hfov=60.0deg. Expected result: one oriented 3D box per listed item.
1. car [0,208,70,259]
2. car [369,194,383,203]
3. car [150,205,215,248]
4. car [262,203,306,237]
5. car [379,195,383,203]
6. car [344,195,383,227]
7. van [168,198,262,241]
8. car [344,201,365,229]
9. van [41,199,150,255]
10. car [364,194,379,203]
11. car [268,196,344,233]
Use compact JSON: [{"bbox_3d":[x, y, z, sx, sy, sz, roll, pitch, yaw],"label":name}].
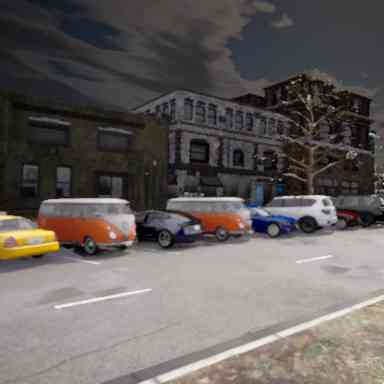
[{"bbox_3d":[-6.763,1.465,11.397,5.366,1.575,1.946,-1,-1,35],"label":"car"},{"bbox_3d":[46.321,1.673,83.806,2.435,2.045,5.566,1,-2,36],"label":"car"},{"bbox_3d":[-1.706,1.516,14.780,4.792,1.488,2.163,-1,-1,35],"label":"car"},{"bbox_3d":[3.251,1.506,18.220,5.008,1.535,2.097,-1,-1,35],"label":"car"},{"bbox_3d":[38.358,1.356,65.394,2.231,1.521,4.892,0,-1,36],"label":"car"},{"bbox_3d":[10.615,1.284,23.396,5.566,2.045,2.435,-1,-1,35],"label":"car"},{"bbox_3d":[0.884,1.269,16.434,4.442,1.987,1.878,-1,-1,35],"label":"van"},{"bbox_3d":[8.177,1.525,21.663,5.008,1.535,2.097,-1,-1,35],"label":"car"},{"bbox_3d":[-4.048,1.249,12.973,4.442,1.987,1.878,-1,-1,35],"label":"van"},{"bbox_3d":[36.682,1.230,67.823,2.185,1.767,4.553,0,-1,36],"label":"car"},{"bbox_3d":[5.690,1.265,19.954,5.566,2.045,2.435,-1,-1,35],"label":"car"}]
